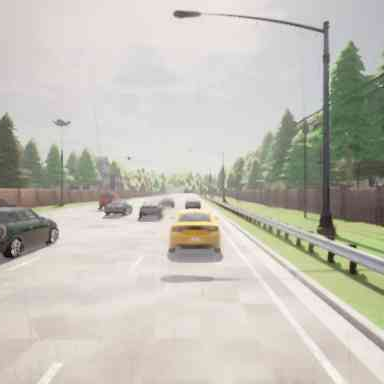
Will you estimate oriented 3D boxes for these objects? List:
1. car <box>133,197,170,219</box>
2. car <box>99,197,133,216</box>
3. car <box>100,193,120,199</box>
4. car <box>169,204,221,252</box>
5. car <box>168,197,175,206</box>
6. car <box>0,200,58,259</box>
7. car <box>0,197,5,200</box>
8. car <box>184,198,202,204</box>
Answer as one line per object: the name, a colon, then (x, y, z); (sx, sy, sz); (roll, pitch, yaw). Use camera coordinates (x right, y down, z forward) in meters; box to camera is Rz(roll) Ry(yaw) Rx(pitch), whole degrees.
car: (-3.386, 1.472, 28.616); (2.128, 1.511, 4.902); (0, 0, 0)
car: (-6.894, 1.525, 31.712); (2.033, 1.411, 5.357); (0, 0, 0)
car: (-10.387, 1.192, 43.040); (2.150, 2.045, 5.566); (0, 0, 0)
car: (0.106, 1.468, 13.819); (1.882, 1.535, 5.008); (0, 0, 0)
car: (-3.403, 1.493, 47.552); (1.812, 1.442, 4.674); (0, 0, 0)
car: (-6.895, 1.342, 12.729); (2.097, 1.767, 4.553); (0, 0, 0)
car: (-10.392, 1.211, 16.492); (2.150, 2.045, 5.566); (0, 0, 0)
car: (0.118, 1.466, 39.669); (2.128, 1.511, 4.902); (0, 0, 0)
